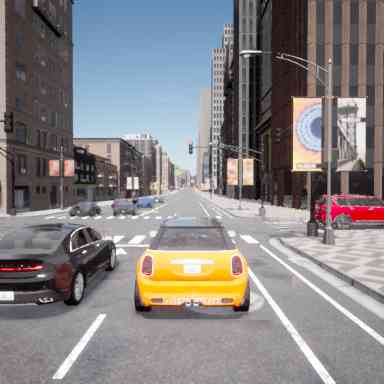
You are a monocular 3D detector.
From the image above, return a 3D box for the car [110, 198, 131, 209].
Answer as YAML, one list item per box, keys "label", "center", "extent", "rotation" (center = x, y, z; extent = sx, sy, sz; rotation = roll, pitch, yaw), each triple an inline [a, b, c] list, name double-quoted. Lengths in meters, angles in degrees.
- label: "car"
  center: [-9.853, 1.587, 46.084]
  extent: [1.994, 1.385, 4.181]
  rotation: [0, 0, 0]

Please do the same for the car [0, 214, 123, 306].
- label: "car"
  center: [-3.154, 1.504, 8.023]
  extent: [1.837, 1.490, 4.892]
  rotation: [0, 0, 0]

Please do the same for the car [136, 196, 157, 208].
- label: "car"
  center: [-6.601, 1.501, 47.477]
  extent: [1.882, 1.535, 5.008]
  rotation: [0, 0, 0]

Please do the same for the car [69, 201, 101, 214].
- label: "car"
  center: [-9.854, 1.575, 30.913]
  extent: [1.994, 1.385, 4.181]
  rotation: [0, 0, 0]

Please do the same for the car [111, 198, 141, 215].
- label: "car"
  center: [-6.302, 1.576, 31.738]
  extent: [1.994, 1.385, 4.181]
  rotation: [0, 0, -4]

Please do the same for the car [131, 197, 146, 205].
- label: "car"
  center: [-9.820, 1.630, 61.462]
  extent: [1.895, 1.301, 4.718]
  rotation: [0, 0, 0]

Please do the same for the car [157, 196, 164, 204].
- label: "car"
  center: [-6.556, 1.522, 64.515]
  extent: [2.128, 1.511, 4.902]
  rotation: [0, 0, 0]

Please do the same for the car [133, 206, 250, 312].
- label: "car"
  center: [0.009, 1.351, 7.878]
  extent: [2.097, 1.767, 4.553]
  rotation: [0, 0, 0]

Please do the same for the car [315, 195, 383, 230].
- label: "car"
  center: [10.298, 1.197, 20.316]
  extent: [5.566, 2.045, 2.150]
  rotation: [0, 1, 0]
